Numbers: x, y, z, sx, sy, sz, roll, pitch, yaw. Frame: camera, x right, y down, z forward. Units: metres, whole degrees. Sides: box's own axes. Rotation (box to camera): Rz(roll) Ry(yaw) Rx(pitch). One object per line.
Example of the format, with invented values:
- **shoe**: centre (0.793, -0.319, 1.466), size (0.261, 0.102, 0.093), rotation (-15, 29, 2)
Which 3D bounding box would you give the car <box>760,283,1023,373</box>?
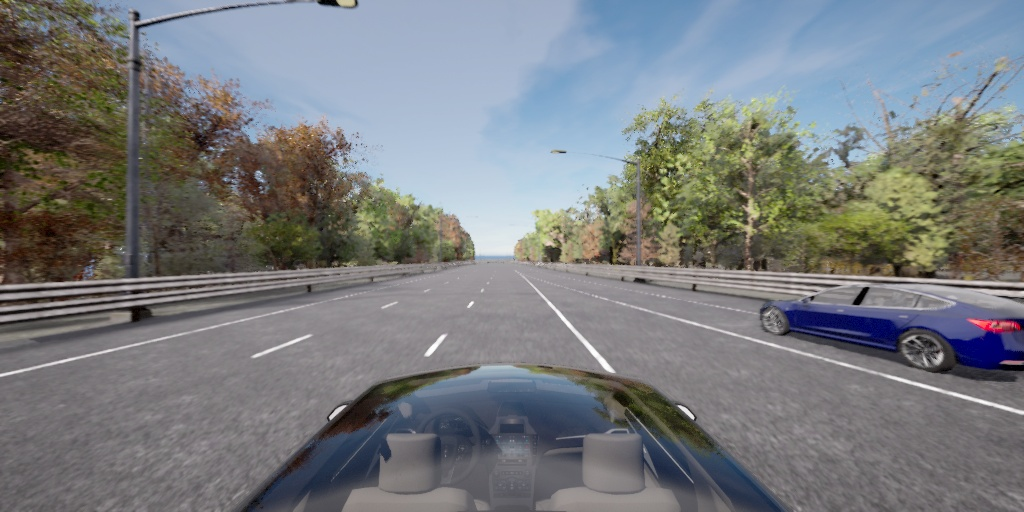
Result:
- **car**: centre (7.972, 1.311, 7.881), size (2.163, 1.488, 4.792), rotation (0, 0, -9)
